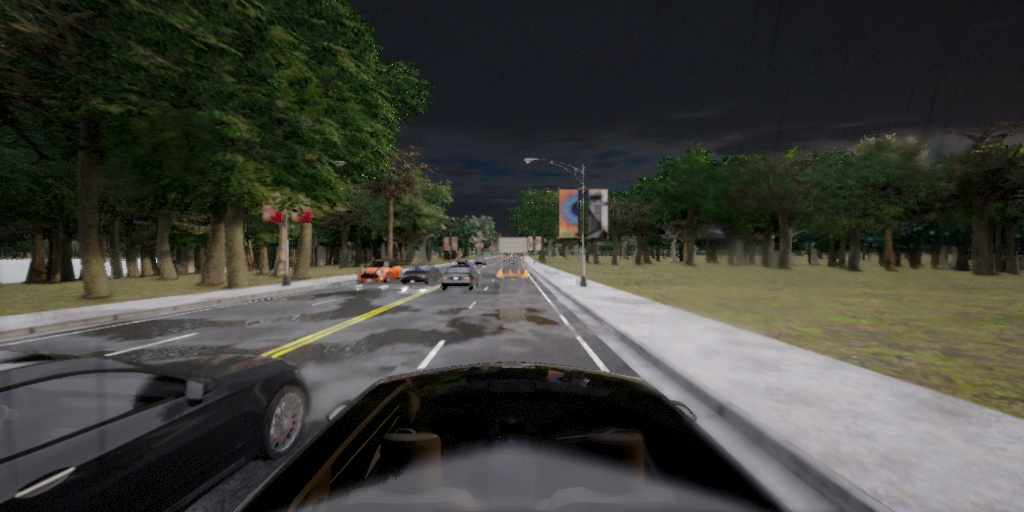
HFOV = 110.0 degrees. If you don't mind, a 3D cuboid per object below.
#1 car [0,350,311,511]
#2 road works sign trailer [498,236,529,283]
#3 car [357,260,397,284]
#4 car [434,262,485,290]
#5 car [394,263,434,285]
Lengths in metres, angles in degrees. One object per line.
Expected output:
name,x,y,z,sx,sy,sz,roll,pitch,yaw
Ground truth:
car,-3.135,1.276,2.025,1.812,1.442,4.674,0,0,0
road works sign trailer,0.075,0.201,28.121,2.380,3.560,2.880,0,0,0
car,-9.770,1.090,26.832,2.097,1.767,4.553,0,0,0
car,-3.100,1.291,22.275,2.033,1.411,5.357,0,0,0
car,-6.529,1.287,26.203,2.033,1.411,5.357,0,0,0
